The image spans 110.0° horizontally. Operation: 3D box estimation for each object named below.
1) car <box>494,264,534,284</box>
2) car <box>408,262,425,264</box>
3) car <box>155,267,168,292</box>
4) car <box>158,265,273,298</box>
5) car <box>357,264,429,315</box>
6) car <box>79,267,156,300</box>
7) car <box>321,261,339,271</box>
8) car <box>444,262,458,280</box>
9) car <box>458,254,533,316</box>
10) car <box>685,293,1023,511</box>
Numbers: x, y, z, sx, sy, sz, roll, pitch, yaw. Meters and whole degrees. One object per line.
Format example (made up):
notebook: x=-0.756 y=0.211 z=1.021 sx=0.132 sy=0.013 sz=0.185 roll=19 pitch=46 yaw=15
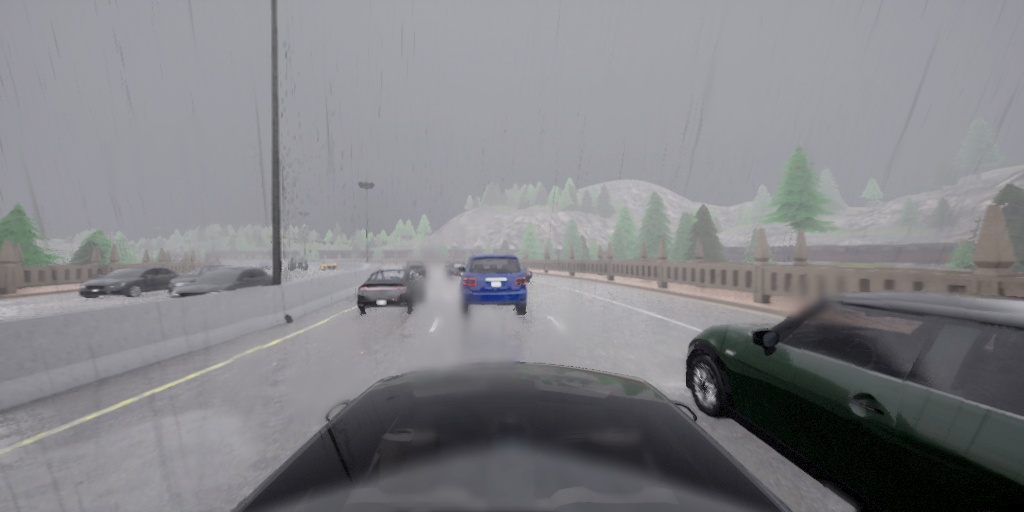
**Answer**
car: x=0.029 y=1.305 z=27.663 sx=1.895 sy=1.301 sz=4.718 roll=0 pitch=0 yaw=-14
car: x=-8.387 y=1.264 z=31.390 sx=1.837 sy=1.490 sz=4.892 roll=0 pitch=0 yaw=-18
car: x=-16.222 y=1.306 z=19.545 sx=2.128 sy=1.511 sz=4.902 roll=0 pitch=0 yaw=-13
car: x=-11.845 y=1.293 z=15.153 sx=1.837 sy=1.490 sz=4.892 roll=0 pitch=0 yaw=-9
car: x=-4.372 y=1.240 z=13.624 sx=2.128 sy=1.511 sz=4.902 roll=0 pitch=0 yaw=-7
car: x=-19.629 y=1.342 z=18.814 sx=1.837 sy=1.490 sz=4.892 roll=0 pitch=0 yaw=-13
car: x=-27.115 y=1.408 z=53.311 sx=1.882 sy=1.535 sz=5.008 roll=-1 pitch=0 yaw=-34
car: x=-4.723 y=1.259 z=31.391 sx=1.812 sy=1.442 sz=4.674 roll=0 pitch=0 yaw=-17
car: x=-0.806 y=0.951 z=13.582 sx=2.150 sy=2.045 sz=5.566 roll=0 pitch=0 yaw=-7
car: x=3.405 y=1.084 z=3.018 sx=2.097 sy=1.767 sz=4.553 roll=0 pitch=0 yaw=-1
